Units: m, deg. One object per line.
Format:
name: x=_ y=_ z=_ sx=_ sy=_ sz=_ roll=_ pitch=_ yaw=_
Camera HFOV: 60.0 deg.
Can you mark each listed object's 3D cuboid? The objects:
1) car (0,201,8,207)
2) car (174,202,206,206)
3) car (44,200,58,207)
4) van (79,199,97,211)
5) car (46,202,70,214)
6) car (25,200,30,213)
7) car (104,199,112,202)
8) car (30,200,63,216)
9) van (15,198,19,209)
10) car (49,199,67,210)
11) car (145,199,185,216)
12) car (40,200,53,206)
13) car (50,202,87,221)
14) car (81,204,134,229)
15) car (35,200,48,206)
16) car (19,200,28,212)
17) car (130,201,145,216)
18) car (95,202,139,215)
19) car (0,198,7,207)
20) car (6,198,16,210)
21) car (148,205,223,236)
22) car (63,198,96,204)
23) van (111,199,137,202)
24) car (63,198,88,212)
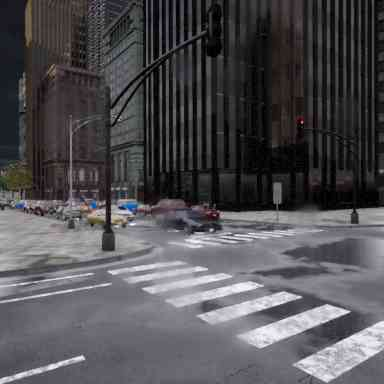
car: x=-44.385 y=2.771 z=78.056 sx=1.802 sy=1.307 sz=4.206 roll=-1 pitch=0 yaw=-35
car: x=0.585 y=1.829 z=29.445 sx=1.887 sy=1.381 sz=4.507 roll=-1 pitch=0 yaw=-35
car: x=-31.714 y=2.595 z=74.936 sx=1.947 sy=1.339 sz=4.313 roll=-1 pitch=0 yaw=-35
van: x=-17.060 y=2.038 z=54.353 sx=1.690 sy=1.788 sz=3.998 roll=-1 pitch=0 yaw=-35
car: x=-18.918 y=2.146 z=46.887 sx=2.128 sy=1.511 sz=4.902 roll=0 pitch=-1 yaw=-35
car: x=-20.516 y=2.196 z=44.437 sx=1.887 sy=1.381 sz=4.507 roll=-1 pitch=0 yaw=-35
car: x=-11.180 y=1.876 z=46.051 sx=2.192 sy=1.841 sz=5.009 roll=-1 pitch=0 yaw=-35
car: x=-17.693 y=1.901 z=40.453 sx=2.192 sy=1.841 sz=5.009 roll=-1 pitch=0 yaw=-35
van: x=-26.177 y=2.123 z=52.404 sx=1.690 sy=1.788 sz=3.998 roll=-1 pitch=0 yaw=-35
car: x=-24.054 y=2.171 z=59.569 sx=2.097 sy=1.767 sz=4.553 roll=0 pitch=-1 yaw=-35
car: x=-2.360 y=1.669 z=33.597 sx=2.192 sy=1.841 sz=5.009 roll=-1 pitch=0 yaw=-35
car: x=-34.726 y=2.661 z=79.178 sx=1.947 sy=1.339 sz=4.313 roll=-1 pitch=0 yaw=-35
car: x=-12.031 y=2.004 z=32.485 sx=2.008 sy=1.369 sz=4.403 roll=-1 pitch=0 yaw=-35
car: x=-6.276 y=1.843 z=24.379 sx=1.752 sy=1.417 sz=4.829 roll=-1 pitch=0 yaw=-35
car: x=-37.738 y=2.710 z=83.420 sx=2.008 sy=1.369 sz=4.403 roll=-1 pitch=0 yaw=-35
car: x=-23.347 y=2.157 z=48.420 sx=1.967 sy=1.590 sz=4.097 roll=-1 pitch=0 yaw=-35
car: x=-5.294 y=2.005 z=37.748 sx=1.802 sy=1.307 sz=4.206 roll=-1 pitch=0 yaw=-35
car: x=-6.822 y=1.897 z=29.763 sx=1.812 sy=1.442 sz=4.674 roll=0 pitch=-1 yaw=-35
car: x=-41.273 y=2.667 z=73.672 sx=1.887 sy=1.381 sz=4.507 roll=-1 pitch=0 yaw=-35
car: x=-31.936 y=2.354 z=60.517 sx=1.967 sy=1.590 sz=4.097 roll=-1 pitch=0 yaw=-35
car: x=-0.402 y=1.766 z=20.572 sx=2.033 sy=1.411 sz=5.357 roll=0 pitch=-1 yaw=-34
car: x=-12.932 y=1.867 z=38.383 sx=2.097 sy=1.767 sz=4.553 roll=0 pitch=-1 yaw=-35
van: x=-8.240 y=1.833 z=41.899 sx=1.690 sy=1.788 sz=3.998 roll=-1 pitch=0 yaw=-35
car: x=-17.896 y=1.898 z=50.886 sx=2.150 sy=2.045 sz=5.566 roll=0 pitch=-1 yaw=-35
